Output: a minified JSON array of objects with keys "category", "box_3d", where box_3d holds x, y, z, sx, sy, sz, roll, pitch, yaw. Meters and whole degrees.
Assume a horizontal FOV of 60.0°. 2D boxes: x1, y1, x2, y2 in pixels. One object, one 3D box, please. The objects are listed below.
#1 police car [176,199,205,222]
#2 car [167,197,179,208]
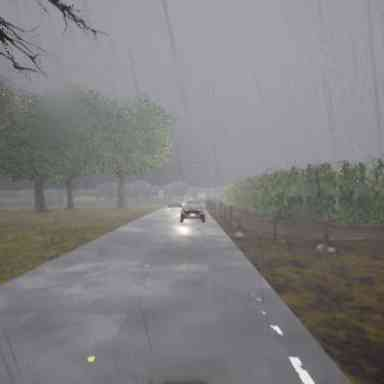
[{"category":"police car","box_3d":[0.058,1.567,27.338,2.038,1.542,4.974,0,0,0]},{"category":"car","box_3d":[-2.760,1.651,53.051,2.097,1.767,4.553,0,-1,0]}]
